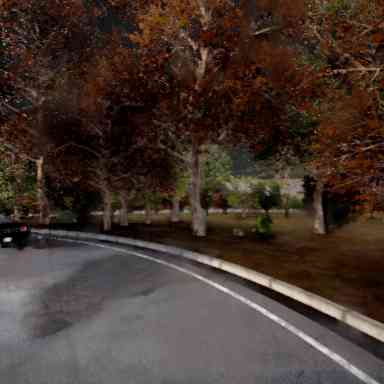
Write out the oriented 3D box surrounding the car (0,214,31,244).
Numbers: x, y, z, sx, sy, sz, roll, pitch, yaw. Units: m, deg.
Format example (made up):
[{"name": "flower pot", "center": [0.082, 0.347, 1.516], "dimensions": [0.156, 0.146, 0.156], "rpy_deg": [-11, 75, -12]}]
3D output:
[{"name": "car", "center": [-8.985, 1.543, 13.769], "dimensions": [4.718, 1.301, 1.895], "rpy_deg": [0, 2, 29]}]
